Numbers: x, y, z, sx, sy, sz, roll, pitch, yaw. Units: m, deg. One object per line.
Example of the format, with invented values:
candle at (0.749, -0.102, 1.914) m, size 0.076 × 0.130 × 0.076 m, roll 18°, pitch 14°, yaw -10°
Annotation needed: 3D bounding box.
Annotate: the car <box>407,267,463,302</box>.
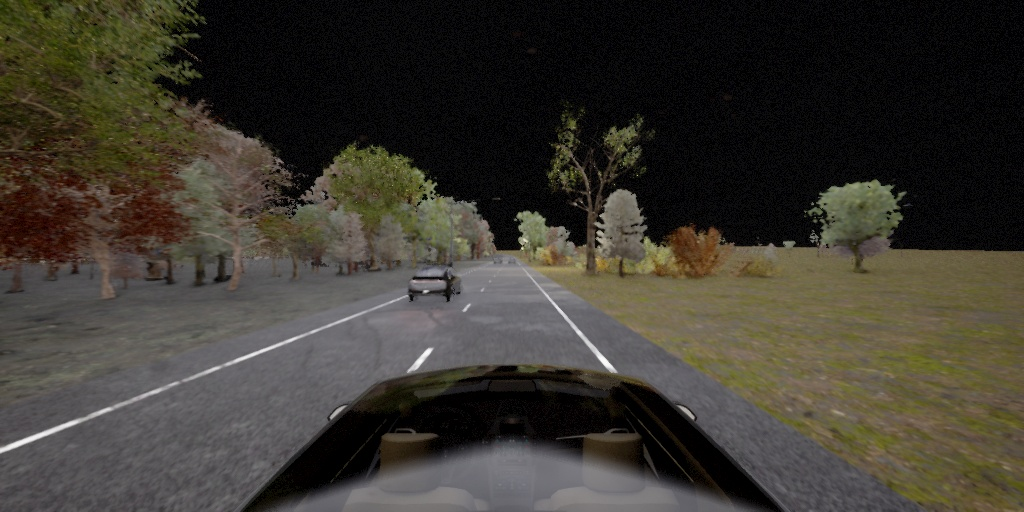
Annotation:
car at (-3.496, 1.244, 16.960) m, size 2.128 × 1.511 × 4.902 m, roll 0°, pitch 0°, yaw 0°
